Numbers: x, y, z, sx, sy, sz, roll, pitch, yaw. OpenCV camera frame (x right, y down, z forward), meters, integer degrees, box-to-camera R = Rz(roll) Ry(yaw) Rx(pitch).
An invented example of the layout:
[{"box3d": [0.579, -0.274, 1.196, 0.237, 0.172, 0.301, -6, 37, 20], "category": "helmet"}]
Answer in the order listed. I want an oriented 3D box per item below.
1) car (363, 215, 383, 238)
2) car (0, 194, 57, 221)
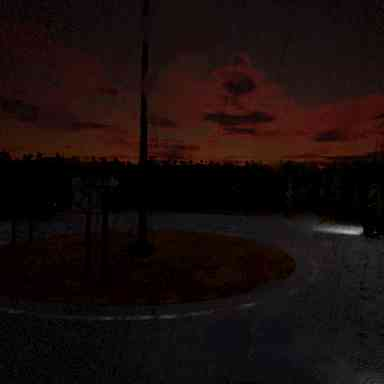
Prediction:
[{"box3d": [8.571, 1.273, 12.541, 1.812, 1.442, 4.674, 2, 2, -8], "category": "car"}, {"box3d": [-9.313, 0.788, 17.403, 4.181, 1.385, 1.994, 0, 2, -31], "category": "car"}]
